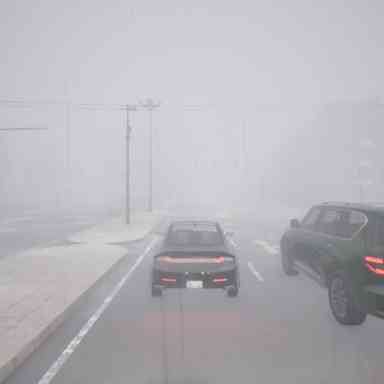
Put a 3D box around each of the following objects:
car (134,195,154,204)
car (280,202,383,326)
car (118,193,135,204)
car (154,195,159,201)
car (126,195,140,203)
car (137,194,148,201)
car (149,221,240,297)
[{"bbox_3d":[-9.180,1.485,64.439,2.033,1.411,5.357,0,0,1],"label":"car"},{"bbox_3d":[3.560,1.215,7.179,2.150,2.045,5.566,0,0,1],"label":"car"},{"bbox_3d":[-12.706,1.217,64.230,2.150,2.045,5.566,0,-2,0],"label":"car"},{"bbox_3d":[-9.113,1.462,80.767,2.033,1.411,5.357,0,0,0],"label":"car"},{"bbox_3d":[-12.637,1.456,71.876,2.128,1.511,4.902,0,0,0],"label":"car"},{"bbox_3d":[-12.602,1.387,84.922,1.882,1.535,5.008,0,0,0],"label":"car"},{"bbox_3d":[0.074,1.483,8.531,2.128,1.511,4.902,0,0,1],"label":"car"}]
